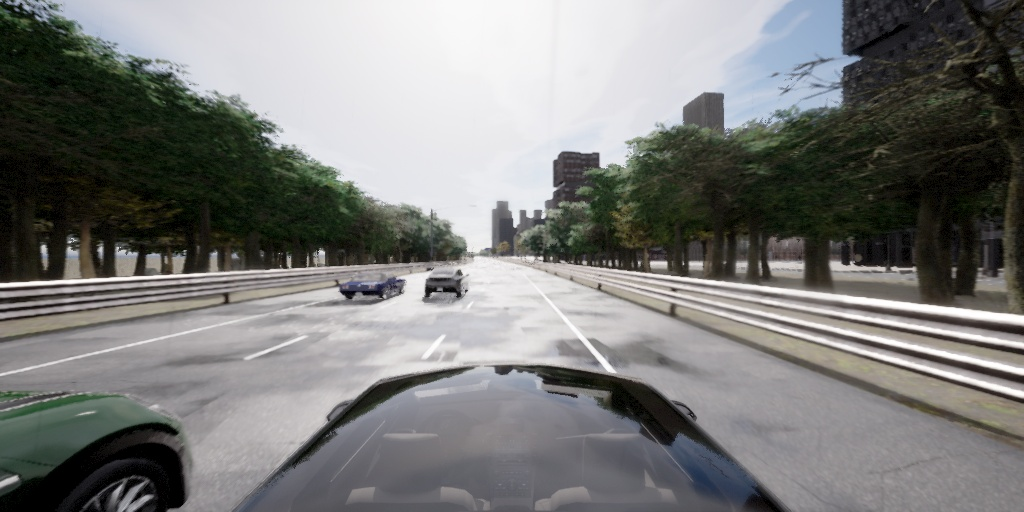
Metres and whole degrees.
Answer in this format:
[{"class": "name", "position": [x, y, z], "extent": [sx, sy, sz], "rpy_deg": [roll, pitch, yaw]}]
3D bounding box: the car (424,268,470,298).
[{"class": "car", "position": [-3.469, 1.372, 19.596], "extent": [1.837, 1.490, 4.892], "rpy_deg": [0, 0, 0]}]

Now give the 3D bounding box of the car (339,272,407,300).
[{"class": "car", "position": [-6.958, 1.465, 18.535], "extent": [1.895, 1.301, 4.718], "rpy_deg": [0, 0, 0]}]

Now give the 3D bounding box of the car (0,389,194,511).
[{"class": "car", "position": [-3.406, 1.099, 0.742], "extent": [2.097, 1.767, 4.553], "rpy_deg": [0, 0, 0]}]
